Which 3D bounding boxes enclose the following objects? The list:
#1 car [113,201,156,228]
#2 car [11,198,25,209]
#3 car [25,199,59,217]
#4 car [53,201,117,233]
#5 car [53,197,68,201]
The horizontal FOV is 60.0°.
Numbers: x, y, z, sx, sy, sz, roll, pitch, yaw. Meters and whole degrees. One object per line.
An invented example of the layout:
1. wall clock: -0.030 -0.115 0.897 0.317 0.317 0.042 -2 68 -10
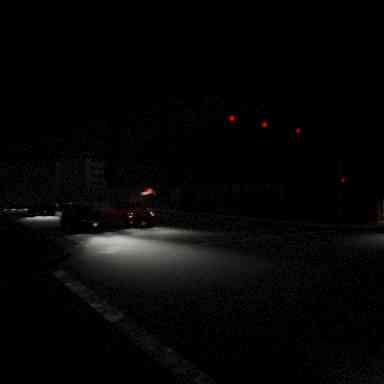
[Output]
1. car: -4.348 1.466 23.249 2.097 1.767 4.553 1 0 -34
2. car: -24.552 1.606 47.183 1.812 1.442 4.674 1 -1 -33
3. car: -14.749 1.639 32.583 1.994 1.385 4.181 1 0 -34
4. car: -6.765 1.564 20.589 2.128 1.511 4.902 1 0 -35
5. car: -16.072 1.471 40.702 2.097 1.767 4.553 1 0 -34
